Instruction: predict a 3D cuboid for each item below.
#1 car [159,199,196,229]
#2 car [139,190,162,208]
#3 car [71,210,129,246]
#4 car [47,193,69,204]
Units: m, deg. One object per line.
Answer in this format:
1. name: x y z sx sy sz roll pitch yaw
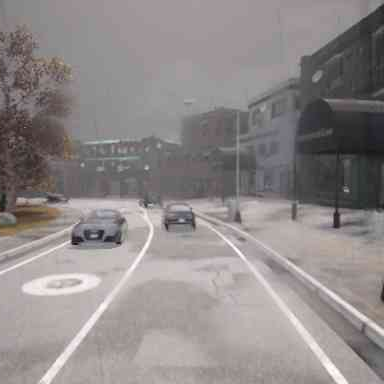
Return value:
1. car: -0.898 1.408 20.890 1.812 1.442 4.674 0 1 -8
2. car: -5.199 0.804 41.635 2.150 2.045 5.566 -1 1 -18
3. car: -3.983 1.504 14.940 1.994 1.385 4.181 0 0 -5
4. car: -21.120 0.989 52.377 4.902 1.511 2.128 1 2 44
